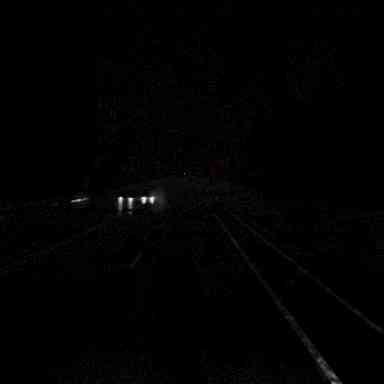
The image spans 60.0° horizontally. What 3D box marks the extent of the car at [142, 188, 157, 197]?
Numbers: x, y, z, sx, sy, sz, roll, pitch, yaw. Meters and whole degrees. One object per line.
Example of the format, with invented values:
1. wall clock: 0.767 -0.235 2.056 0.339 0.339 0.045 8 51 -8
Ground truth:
1. car: -6.510 0.020 51.309 1.994 1.385 4.181 0 2 0

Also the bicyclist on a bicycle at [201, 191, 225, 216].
1. bicyclist on a bicycle: 1.724 0.848 23.107 0.866 1.612 1.509 -14 9 -32

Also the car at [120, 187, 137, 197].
1. car: -9.762 -0.016 51.235 1.812 1.442 4.674 0 2 0

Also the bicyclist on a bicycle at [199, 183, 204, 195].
1. bicyclist on a bicycle: 1.659 -0.181 55.141 0.866 1.612 1.509 -17 12 -36
